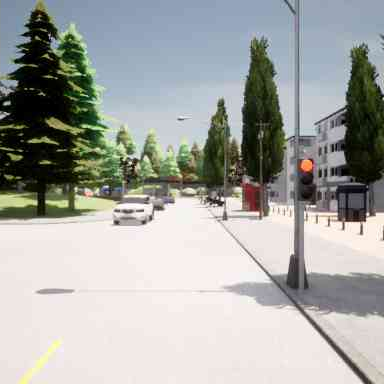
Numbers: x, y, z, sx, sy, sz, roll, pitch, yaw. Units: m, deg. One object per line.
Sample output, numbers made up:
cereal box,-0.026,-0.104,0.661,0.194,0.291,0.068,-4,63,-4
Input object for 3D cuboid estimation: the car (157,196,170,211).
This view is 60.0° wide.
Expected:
car,-4.129,1.547,40.160,2.033,1.411,5.357,0,0,0

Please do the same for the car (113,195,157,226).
car,-4.118,1.222,24.069,2.150,2.045,5.566,0,0,0

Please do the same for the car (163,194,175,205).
car,-4.090,1.564,59.720,1.994,1.385,4.181,0,0,0
